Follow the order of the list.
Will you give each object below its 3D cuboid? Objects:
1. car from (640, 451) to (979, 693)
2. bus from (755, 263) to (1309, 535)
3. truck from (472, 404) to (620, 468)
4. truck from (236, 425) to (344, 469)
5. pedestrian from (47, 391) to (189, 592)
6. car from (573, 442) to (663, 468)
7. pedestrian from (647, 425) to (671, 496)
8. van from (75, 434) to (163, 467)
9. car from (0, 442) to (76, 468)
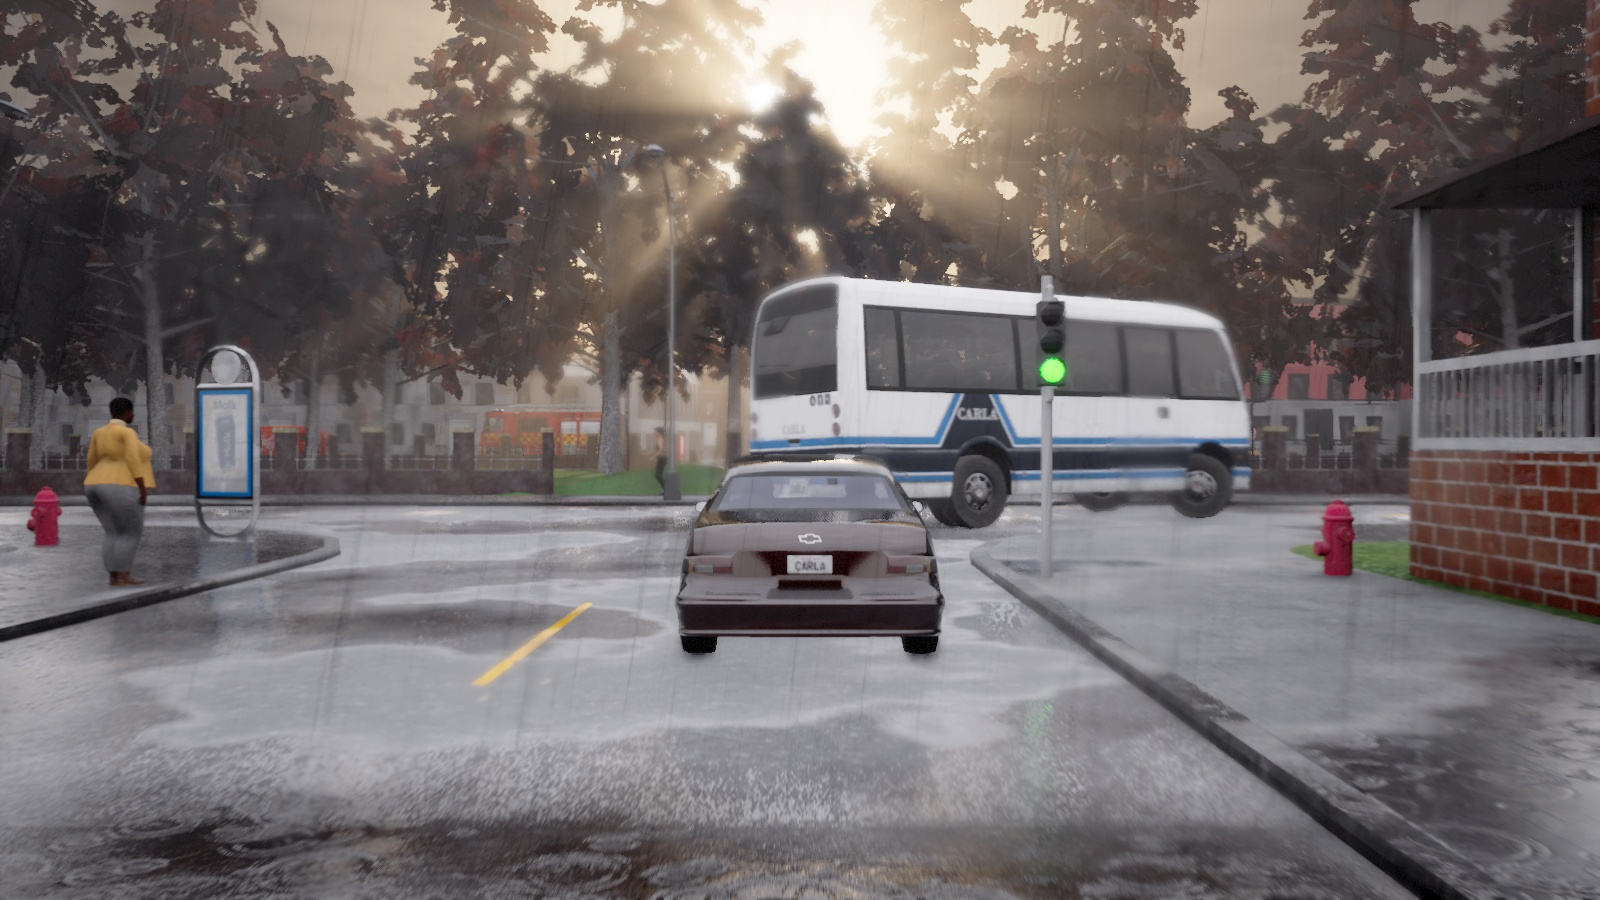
[{"bbox_3d":[0.072,0.736,10.214,2.033,1.411,5.357,0,0,0],"label":"car"},{"bbox_3d":[4.616,-0.762,23.954,10.273,4.253,3.944,0,-1,-31],"label":"bus"},{"bbox_3d":[-15.434,-0.866,76.783,8.468,3.827,2.891,0,0,0],"label":"truck"},{"bbox_3d":[-29.510,-0.178,72.835,5.204,2.467,2.627,0,0,0],"label":"truck"},{"bbox_3d":[-6.636,0.381,12.229,0.874,1.855,0.900,0,0,32],"label":"pedestrian"},{"bbox_3d":[-10.510,0.281,72.770,4.902,1.511,2.128,0,0,0],"label":"car"},{"bbox_3d":[-3.678,0.267,32.772,0.594,1.836,0.345,0,0,0],"label":"pedestrian"},{"bbox_3d":[-41.674,0.029,76.876,4.442,1.987,1.775,0,0,0],"label":"van"},{"bbox_3d":[-44.997,0.301,72.891,4.892,1.490,1.837,0,0,0],"label":"car"}]
